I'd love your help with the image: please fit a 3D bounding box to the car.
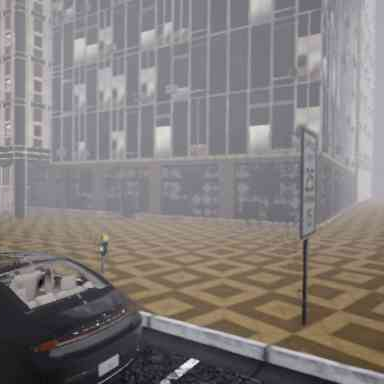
[{"bbox_3d":[-2.679,1.531,4.593,4.403,1.369,2.008,0,1,33],"label":"car"}]
